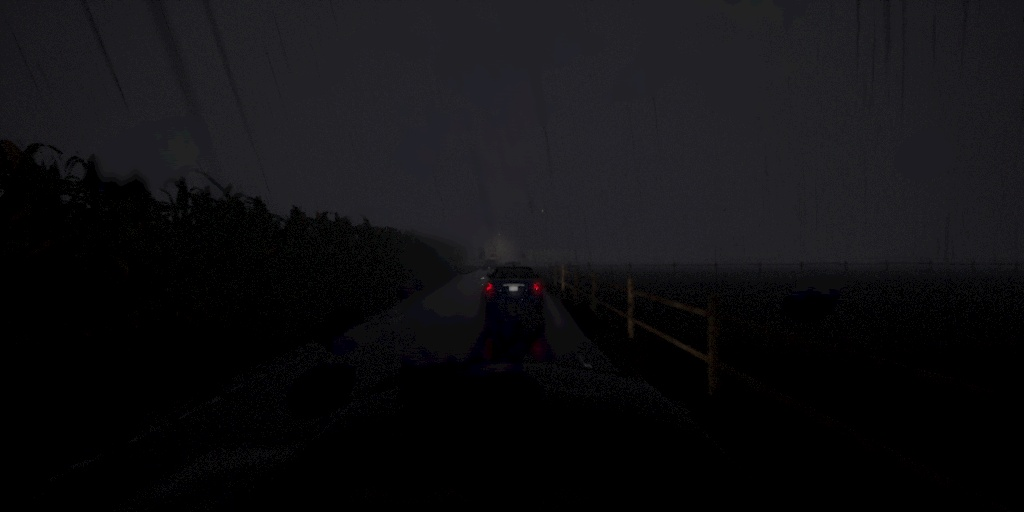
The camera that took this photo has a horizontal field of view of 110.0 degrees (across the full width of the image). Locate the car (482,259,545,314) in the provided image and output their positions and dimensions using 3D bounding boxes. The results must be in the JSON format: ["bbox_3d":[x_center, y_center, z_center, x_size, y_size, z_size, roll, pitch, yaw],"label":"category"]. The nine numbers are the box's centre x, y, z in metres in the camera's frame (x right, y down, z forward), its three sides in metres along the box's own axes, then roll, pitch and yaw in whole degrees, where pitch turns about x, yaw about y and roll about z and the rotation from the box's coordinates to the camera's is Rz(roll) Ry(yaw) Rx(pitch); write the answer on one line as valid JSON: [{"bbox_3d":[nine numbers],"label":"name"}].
[{"bbox_3d":[0.070,1.086,13.835,2.097,1.767,4.553,0,0,0],"label":"car"}]

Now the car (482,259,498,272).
[{"bbox_3d":[-2.827,1.182,46.654,1.837,1.490,4.892,0,0,0],"label":"car"}]
